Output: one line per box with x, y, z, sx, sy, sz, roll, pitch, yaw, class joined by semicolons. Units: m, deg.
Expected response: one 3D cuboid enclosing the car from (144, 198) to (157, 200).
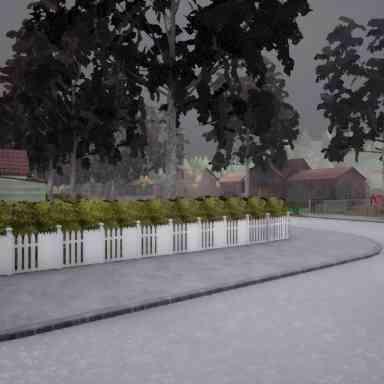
-6.110;1.564;48.913;1.994;1.385;4.181;0;0;-36;car

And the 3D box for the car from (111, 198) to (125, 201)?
-10.474;1.564;47.860;1.994;1.385;4.181;0;0;-34;car
